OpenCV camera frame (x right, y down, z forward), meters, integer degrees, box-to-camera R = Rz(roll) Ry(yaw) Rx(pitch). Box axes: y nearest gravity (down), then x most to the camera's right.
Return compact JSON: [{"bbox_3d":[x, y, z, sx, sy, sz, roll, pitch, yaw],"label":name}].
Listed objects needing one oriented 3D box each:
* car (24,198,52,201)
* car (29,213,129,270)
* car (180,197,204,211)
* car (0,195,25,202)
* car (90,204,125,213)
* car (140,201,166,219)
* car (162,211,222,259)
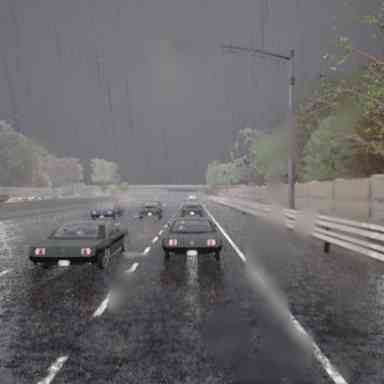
[{"bbox_3d":[-21.027,1.594,47.136,2.033,1.411,5.357,0,0,1],"label":"car"},{"bbox_3d":[-3.392,1.605,11.050,1.895,1.301,4.718,0,0,0],"label":"car"},{"bbox_3d":[0.020,1.516,30.066,1.837,1.490,4.892,0,0,0],"label":"car"},{"bbox_3d":[-24.530,1.525,46.690,1.882,1.535,5.008,0,0,0],"label":"car"},{"bbox_3d":[-6.878,1.614,27.680,1.895,1.301,4.718,0,0,0],"label":"car"},{"bbox_3d":[-3.379,1.516,28.963,1.837,1.490,4.892,0,0,0],"label":"car"},{"bbox_3d":[0.008,1.604,12.553,1.895,1.301,4.718,0,0,0],"label":"car"}]
